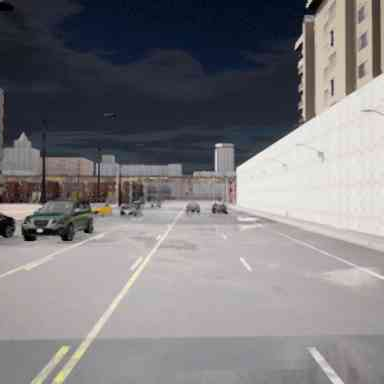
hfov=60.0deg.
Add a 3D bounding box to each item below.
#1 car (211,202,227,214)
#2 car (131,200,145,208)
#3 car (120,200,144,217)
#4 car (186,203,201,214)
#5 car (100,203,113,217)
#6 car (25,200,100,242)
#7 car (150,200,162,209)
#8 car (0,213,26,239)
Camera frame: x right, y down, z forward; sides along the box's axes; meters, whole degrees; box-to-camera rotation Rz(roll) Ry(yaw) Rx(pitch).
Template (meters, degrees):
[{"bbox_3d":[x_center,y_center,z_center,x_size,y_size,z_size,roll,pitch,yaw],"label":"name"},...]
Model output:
[{"bbox_3d":[3.662,2.111,45.221,2.128,1.511,4.902,0,-1,1],"label":"car"},{"bbox_3d":[-10.291,2.270,63.591,1.837,1.490,4.892,0,-1,0],"label":"car"},{"bbox_3d":[-6.878,2.021,37.781,2.128,1.511,4.902,0,-1,0],"label":"car"},{"bbox_3d":[0.152,2.152,44.472,2.033,1.411,5.357,0,-1,0],"label":"car"},{"bbox_3d":[-10.381,1.984,37.609,1.882,1.535,5.008,0,-1,0],"label":"car"},{"bbox_3d":[-7.042,1.462,18.183,2.150,2.045,5.566,0,-1,0],"label":"car"},{"bbox_3d":[-6.791,2.296,63.579,2.128,1.511,4.902,0,-1,0],"label":"car"},{"bbox_3d":[-10.548,1.702,16.240,2.128,1.511,4.902,0,-1,0],"label":"car"}]
